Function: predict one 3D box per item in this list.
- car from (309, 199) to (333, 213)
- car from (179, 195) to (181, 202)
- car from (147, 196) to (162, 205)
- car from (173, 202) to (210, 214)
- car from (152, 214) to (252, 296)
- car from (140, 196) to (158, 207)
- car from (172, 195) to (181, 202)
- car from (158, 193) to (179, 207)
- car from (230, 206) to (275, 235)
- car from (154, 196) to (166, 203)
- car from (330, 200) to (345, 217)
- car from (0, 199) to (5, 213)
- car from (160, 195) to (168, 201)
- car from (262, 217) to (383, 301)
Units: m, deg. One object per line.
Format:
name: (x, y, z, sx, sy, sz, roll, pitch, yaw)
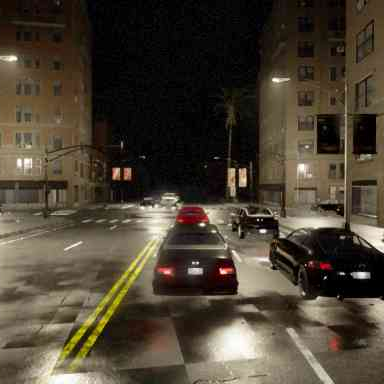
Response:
car: (15.834, 1.600, 37.734, 4.902, 1.511, 2.128, 0, 1, 2)
car: (-3.608, 1.210, 65.902, 2.150, 2.045, 5.566, 0, 0, 1)
car: (-6.870, 1.482, 60.947, 2.128, 1.511, 4.902, 0, 0, 0)
car: (0.009, 1.522, 18.335, 1.812, 1.442, 4.674, 0, 0, 0)
car: (0.048, 1.546, 8.802, 2.033, 1.411, 5.357, 0, 0, 0)
car: (-6.857, 1.556, 52.119, 1.994, 1.385, 4.181, 0, 0, -1)
car: (-3.631, 1.452, 76.858, 1.882, 1.535, 5.008, 0, 0, 0)
car: (-3.603, 1.214, 53.001, 2.150, 2.045, 5.566, 0, 0, 0)
car: (3.164, 1.501, 17.286, 1.837, 1.490, 4.892, 0, 0, 0)
car: (-6.854, 1.522, 71.288, 2.033, 1.411, 5.357, 0, 0, 0)
car: (16.056, 1.762, 31.795, 4.313, 1.339, 1.947, 0, 0, 0)
car: (-20.522, 1.398, 31.800, 4.674, 1.442, 1.812, 0, 1, -8)
car: (-6.910, 1.437, 82.673, 1.812, 1.442, 4.674, 0, 0, 0)
car: (3.268, 1.562, 8.373, 1.994, 1.385, 4.181, 0, 0, 1)
